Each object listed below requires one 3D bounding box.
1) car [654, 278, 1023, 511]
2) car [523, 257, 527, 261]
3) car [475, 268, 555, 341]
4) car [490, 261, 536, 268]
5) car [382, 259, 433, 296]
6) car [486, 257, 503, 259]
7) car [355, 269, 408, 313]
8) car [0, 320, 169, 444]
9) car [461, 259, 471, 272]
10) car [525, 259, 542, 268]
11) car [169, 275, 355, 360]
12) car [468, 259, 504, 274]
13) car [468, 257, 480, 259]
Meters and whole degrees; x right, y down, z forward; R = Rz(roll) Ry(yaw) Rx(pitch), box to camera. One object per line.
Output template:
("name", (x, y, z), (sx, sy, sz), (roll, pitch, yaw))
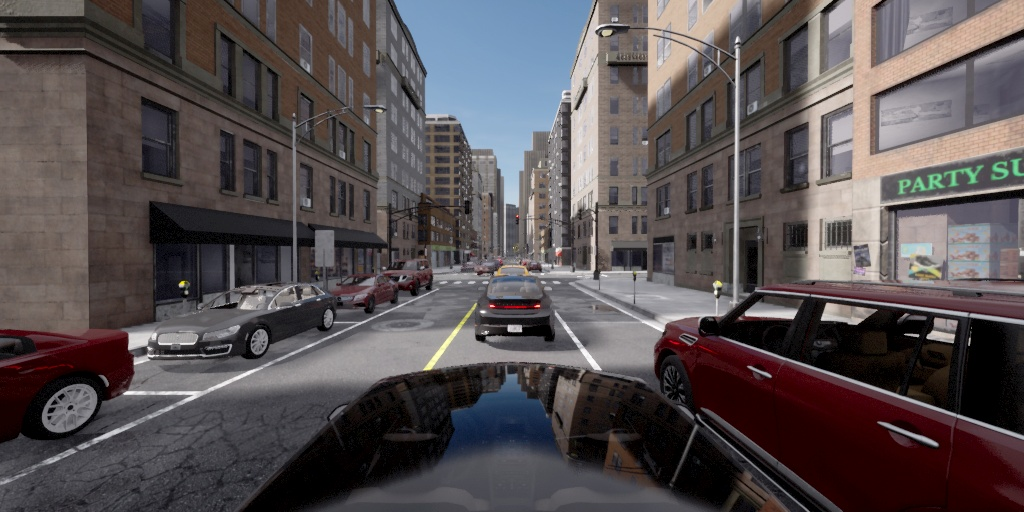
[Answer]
("car", (2.858, 1.064, 2.645), (2.192, 1.841, 5.009), (0, 0, 0))
("car", (2.961, 1.301, 52.130), (1.751, 1.417, 4.829), (0, 0, 0))
("car", (0.079, 1.254, 9.838), (1.837, 1.490, 4.892), (0, 0, 0))
("car", (0.047, 1.228, 18.955), (1.882, 1.535, 5.008), (0, 0, 1))
("car", (-5.633, 1.065, 19.388), (2.192, 1.841, 5.009), (0, 0, 0))
("car", (-2.977, 1.330, 57.222), (2.033, 1.411, 5.357), (0, 0, 0))
("car", (-5.644, 1.331, 13.805), (1.802, 1.307, 4.207), (0, 0, 0))
("car", (-5.668, 1.295, 2.640), (1.888, 1.381, 4.507), (0, 0, 0))
("car", (-5.577, 1.351, 46.387), (1.802, 1.307, 4.207), (0, 0, 0))
("car", (2.949, 1.351, 46.397), (1.802, 1.307, 4.207), (0, 0, 0))
("car", (-5.656, 1.299, 8.222), (2.007, 1.370, 4.403), (0, 0, 0))
("car", (-2.021, 1.282, 37.058), (2.033, 1.411, 5.357), (0, 0, 23))
("car", (-5.565, 1.090, 51.952), (2.192, 1.841, 5.009), (0, 0, 0))
